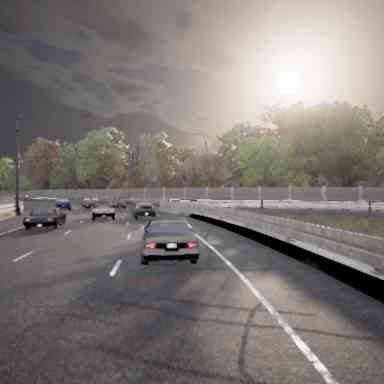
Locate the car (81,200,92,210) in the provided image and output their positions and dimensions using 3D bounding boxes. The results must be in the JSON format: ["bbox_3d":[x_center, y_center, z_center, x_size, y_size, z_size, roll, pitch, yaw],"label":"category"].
[{"bbox_3d":[-14.292,1.784,46.394,1.895,1.301,4.718,0,0,-25],"label":"car"}]

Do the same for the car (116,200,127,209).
[{"bbox_3d":[-10.699,1.772,47.009,1.895,1.301,4.718,0,0,-25],"label":"car"}]

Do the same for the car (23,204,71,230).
[{"bbox_3d":[-9.525,1.697,21.938,1.895,1.301,4.718,0,0,-12],"label":"car"}]

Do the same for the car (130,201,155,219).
[{"bbox_3d":[-4.481,1.606,30.288,1.837,1.490,4.892,0,0,-16],"label":"car"}]

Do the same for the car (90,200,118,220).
[{"bbox_3d":[-8.007,1.714,30.005,1.895,1.301,4.718,0,0,-16],"label":"car"}]

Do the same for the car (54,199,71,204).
[{"bbox_3d":[-17.634,1.668,45.232,1.882,1.535,5.008,0,0,-25],"label":"car"}]

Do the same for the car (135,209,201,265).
[{"bbox_3d":[-0.856,1.585,11.947,2.033,1.411,5.357,0,0,-6],"label":"car"}]
